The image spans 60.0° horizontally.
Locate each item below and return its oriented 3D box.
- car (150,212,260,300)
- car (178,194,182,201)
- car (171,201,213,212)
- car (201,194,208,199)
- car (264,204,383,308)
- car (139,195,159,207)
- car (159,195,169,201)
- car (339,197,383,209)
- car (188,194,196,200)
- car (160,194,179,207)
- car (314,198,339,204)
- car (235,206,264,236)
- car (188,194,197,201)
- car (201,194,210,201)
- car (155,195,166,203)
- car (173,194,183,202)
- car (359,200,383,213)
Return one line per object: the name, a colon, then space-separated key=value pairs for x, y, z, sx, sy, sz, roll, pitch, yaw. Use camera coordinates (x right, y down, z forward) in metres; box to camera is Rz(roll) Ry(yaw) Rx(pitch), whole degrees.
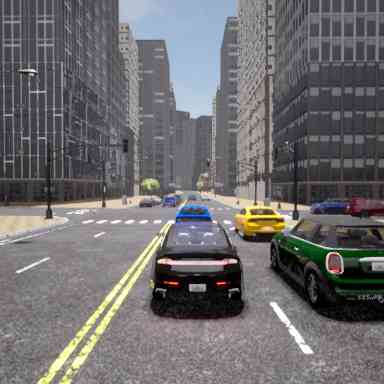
car: x=0.105 y=1.486 z=8.338 sx=2.128 sy=1.511 sz=4.902 roll=0 pitch=0 yaw=0
car: x=-3.272 y=1.509 z=58.283 sx=1.994 sy=1.385 sz=4.181 roll=0 pitch=0 yaw=1
car: x=0.119 y=1.465 z=17.842 sx=1.882 sy=1.535 sz=5.008 roll=0 pitch=0 yaw=1
car: x=3.334 y=1.321 z=90.674 sx=1.895 sy=1.301 sz=4.718 roll=0 pitch=0 yaw=0
car: x=3.357 y=1.347 z=8.050 sx=2.097 sy=1.767 sz=4.553 roll=0 pitch=0 yaw=0
car: x=-6.540 y=1.505 z=49.110 sx=2.033 sy=1.411 sz=5.357 roll=0 pitch=0 yaw=0
car: x=-6.430 y=1.468 z=77.996 sx=1.994 sy=1.385 sz=4.181 roll=0 pitch=0 yaw=0
car: x=16.227 y=1.514 z=29.425 sx=5.009 sy=1.841 sz=2.192 roll=1 pitch=0 yaw=1
car: x=0.083 y=1.251 z=90.647 sx=2.128 sy=1.511 sz=4.902 roll=0 pitch=0 yaw=0
car: x=-3.295 y=1.482 z=49.538 sx=1.812 sy=1.442 sz=4.674 roll=0 pitch=0 yaw=0
car: x=14.916 y=1.444 z=35.228 sx=4.553 sy=1.767 sz=2.097 roll=1 pitch=1 yaw=1
car: x=3.364 y=1.465 z=17.229 sx=1.882 sy=1.535 sz=5.008 roll=0 pitch=0 yaw=0
car: x=0.074 y=1.259 z=80.615 sx=2.097 sy=1.767 sz=4.553 roll=0 pitch=0 yaw=0
car: x=3.325 y=1.499 z=80.671 sx=1.895 sy=1.301 sz=4.718 roll=0 pitch=0 yaw=0
car: x=-6.447 y=1.436 z=68.017 sx=1.837 sy=1.490 sz=4.892 roll=0 pitch=0 yaw=0
car: x=-3.180 y=1.272 z=77.162 sx=2.097 sy=1.767 sz=4.553 roll=0 pitch=0 yaw=0
car: x=21.844 y=1.636 z=37.706 sx=4.829 sy=1.417 sz=1.752 roll=1 pitch=0 yaw=1
